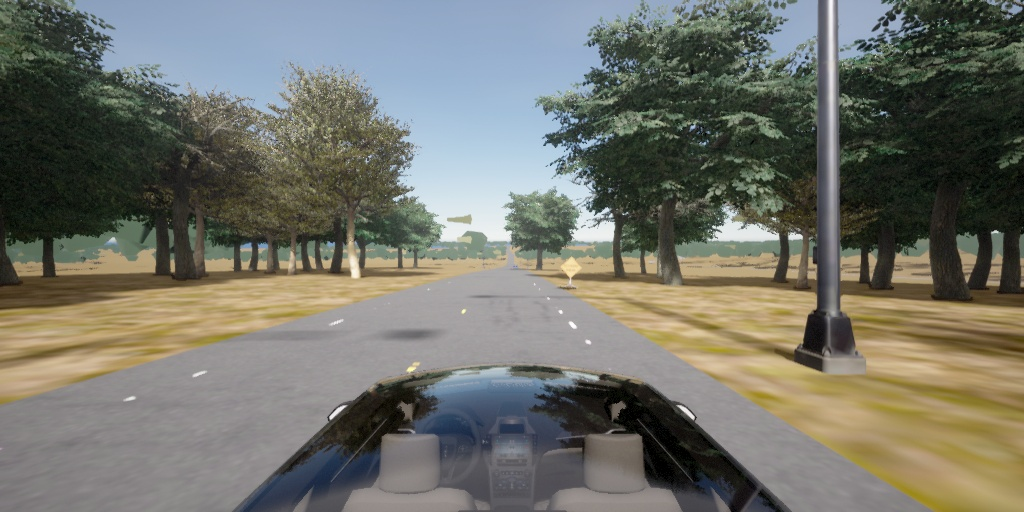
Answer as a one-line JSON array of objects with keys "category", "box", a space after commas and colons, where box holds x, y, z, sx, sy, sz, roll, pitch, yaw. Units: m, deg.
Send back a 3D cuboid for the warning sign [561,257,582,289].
[{"category": "warning sign", "box": [3.551, 0.981, 22.013, 1.300, 1.860, 1.060, 0, 0, 0]}]
